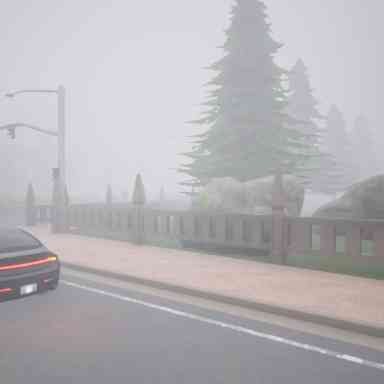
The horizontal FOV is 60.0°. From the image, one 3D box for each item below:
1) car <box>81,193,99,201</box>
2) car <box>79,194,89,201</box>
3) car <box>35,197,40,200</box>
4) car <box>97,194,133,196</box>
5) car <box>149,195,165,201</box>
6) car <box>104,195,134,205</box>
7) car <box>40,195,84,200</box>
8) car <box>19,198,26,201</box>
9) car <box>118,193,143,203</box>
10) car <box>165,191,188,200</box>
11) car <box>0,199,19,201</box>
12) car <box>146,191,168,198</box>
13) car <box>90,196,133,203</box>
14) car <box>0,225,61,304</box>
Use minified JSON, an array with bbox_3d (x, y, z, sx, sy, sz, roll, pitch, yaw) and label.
[{"bbox_3d":[-17.985,1.187,56.227,2.150,2.045,5.566,0,1,36],"label":"car"},{"bbox_3d":[-18.492,1.482,49.508,2.128,1.511,4.902,0,0,36],"label":"car"},{"bbox_3d":[-23.685,1.495,48.268,1.837,1.490,4.892,0,0,36],"label":"car"},{"bbox_3d":[-12.138,1.471,52.384,1.837,1.490,4.892,0,1,36],"label":"car"},{"bbox_3d":[-3.337,1.481,46.307,1.837,1.490,4.892,0,1,35],"label":"car"},{"bbox_3d":[-12.634,1.374,57.707,2.128,1.511,4.902,0,2,36],"label":"car"},{"bbox_3d":[-17.500,1.517,44.882,1.812,1.442,4.674,0,0,36],"label":"car"},{"bbox_3d":[-23.985,1.538,41.846,2.033,1.411,5.357,0,0,36],"label":"car"},{"bbox_3d":[-11.915,1.142,64.705,1.837,1.490,4.892,0,3,36],"label":"car"},{"bbox_3d":[-0.592,1.202,44.124,2.150,2.045,5.566,0,1,35],"label":"car"},{"bbox_3d":[-22.604,1.555,37.772,1.994,1.385,4.181,0,0,36],"label":"car"},{"bbox_3d":[-5.973,0.836,60.983,2.150,2.045,5.566,0,3,36],"label":"car"},{"bbox_3d":[-9.967,1.540,43.029,2.033,1.411,5.357,0,0,36],"label":"car"},{"bbox_3d":[-4.919,1.503,7.445,4.892,1.490,1.837,0,0,36],"label":"car"}]
